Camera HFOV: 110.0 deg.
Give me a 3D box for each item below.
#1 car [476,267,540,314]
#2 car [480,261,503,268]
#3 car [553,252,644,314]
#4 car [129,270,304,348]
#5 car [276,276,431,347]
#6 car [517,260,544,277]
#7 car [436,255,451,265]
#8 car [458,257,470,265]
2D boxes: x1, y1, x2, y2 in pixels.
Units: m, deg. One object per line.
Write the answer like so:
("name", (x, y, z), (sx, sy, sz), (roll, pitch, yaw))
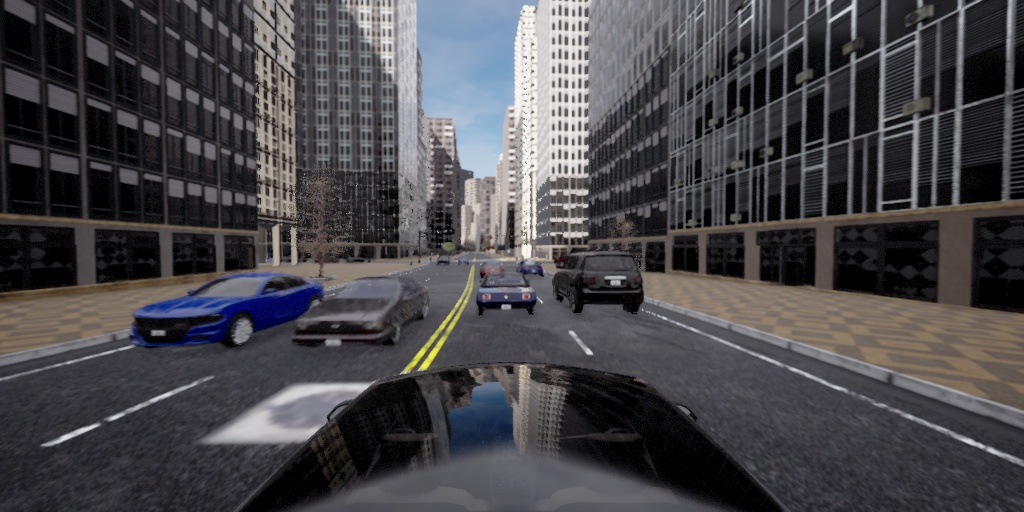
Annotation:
("car", (-0.275, 1.255, 13.165), (1.895, 1.301, 4.718), (0, 0, -3))
("car", (-1.717, 1.072, 30.429), (1.994, 1.385, 4.181), (0, 1, -6))
("car", (2.966, 0.867, 13.396), (2.150, 2.045, 5.566), (0, 1, -3))
("car", (-6.785, 1.175, 9.300), (1.882, 1.535, 5.008), (0, 0, -2))
("car", (-3.464, 1.238, 9.466), (2.033, 1.411, 5.357), (0, 0, -2))
("car", (1.504, 1.021, 30.910), (1.812, 1.442, 4.674), (0, 1, -6))
("car", (-11.229, 0.648, 59.228), (2.097, 1.767, 4.553), (0, 1, -6))
("car", (-7.992, 0.824, 59.526), (2.033, 1.411, 5.357), (0, 1, -6))
